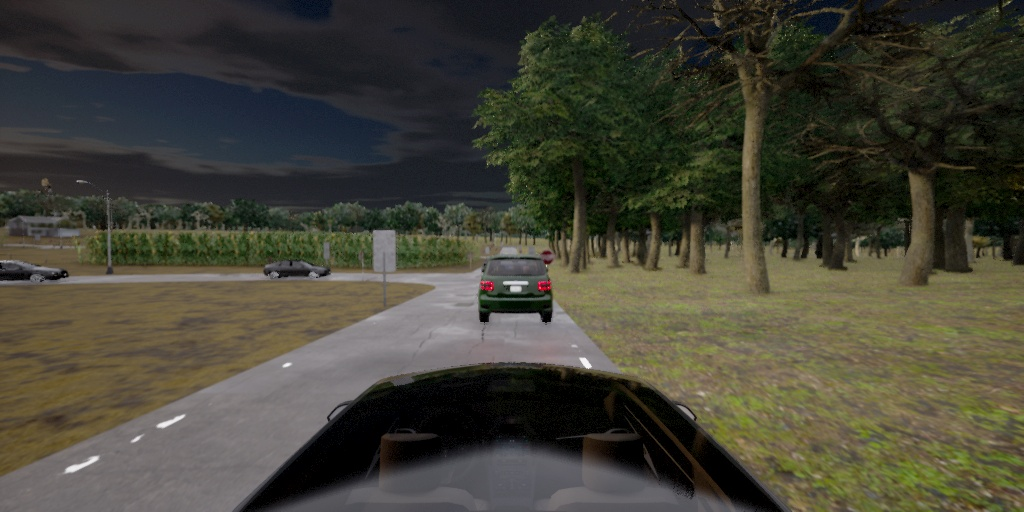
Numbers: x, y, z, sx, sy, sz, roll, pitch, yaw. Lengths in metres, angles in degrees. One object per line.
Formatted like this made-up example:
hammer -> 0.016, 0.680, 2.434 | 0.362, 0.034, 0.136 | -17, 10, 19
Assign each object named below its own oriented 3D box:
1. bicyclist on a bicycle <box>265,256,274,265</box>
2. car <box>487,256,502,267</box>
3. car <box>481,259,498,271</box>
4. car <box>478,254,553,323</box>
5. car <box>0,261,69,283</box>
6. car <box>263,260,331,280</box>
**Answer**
bicyclist on a bicycle -> -23.430, 0.834, 34.708 | 0.582, 1.620, 1.656 | 0, 1, -11
car -> -2.793, 0.820, 57.487 | 2.128, 1.511, 4.902 | 0, 2, 0
car -> -2.817, 1.142, 46.173 | 1.895, 1.301, 4.718 | 0, 1, 0
car -> 0.106, 0.972, 12.206 | 2.150, 2.045, 5.566 | 0, 0, 0
car -> -34.339, 1.103, 24.754 | 4.892, 1.490, 1.837 | 0, 2, -25
car -> -17.471, 1.095, 29.332 | 4.892, 1.490, 1.837 | 1, 2, -7
